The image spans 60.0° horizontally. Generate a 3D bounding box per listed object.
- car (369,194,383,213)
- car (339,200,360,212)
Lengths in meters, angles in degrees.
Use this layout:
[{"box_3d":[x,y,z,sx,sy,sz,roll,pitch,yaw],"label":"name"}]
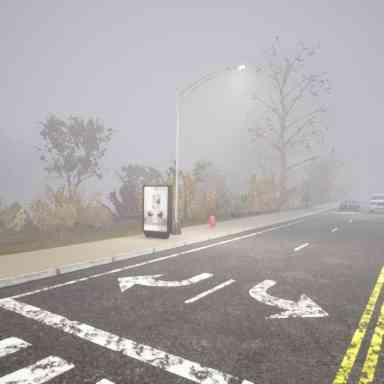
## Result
[{"box_3d":[21.577,1.263,37.926,2.150,2.045,5.566,0,0,31],"label":"car"},{"box_3d":[18.795,1.602,39.607,1.994,1.385,4.181,0,0,31],"label":"car"}]
